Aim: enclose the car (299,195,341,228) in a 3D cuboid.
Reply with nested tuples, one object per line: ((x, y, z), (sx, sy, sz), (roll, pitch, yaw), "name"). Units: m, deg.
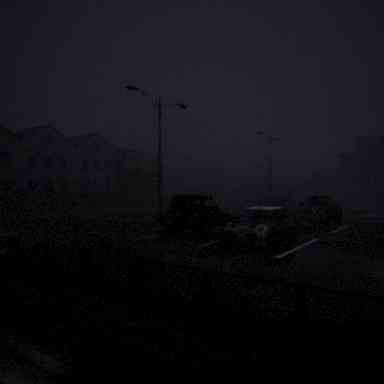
((7.617, 1.086, 20.135), (1.932, 1.855, 4.605), (0, 0, 35), "car")

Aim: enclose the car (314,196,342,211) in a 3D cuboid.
((14.766, 1.214, 35.968), (1.970, 1.475, 3.806), (0, 0, 35), "car")

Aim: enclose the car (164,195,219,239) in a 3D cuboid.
((0.397, 1.061, 15.597), (1.905, 1.878, 3.866), (0, 0, 35), "car")

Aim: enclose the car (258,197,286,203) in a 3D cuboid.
((7.711, 1.274, 32.317), (2.007, 1.523, 4.514), (0, 0, 35), "car")

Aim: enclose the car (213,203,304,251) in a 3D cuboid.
((2.762, 1.351, 13.183), (1.970, 1.475, 3.806), (0, 0, 35), "car")
